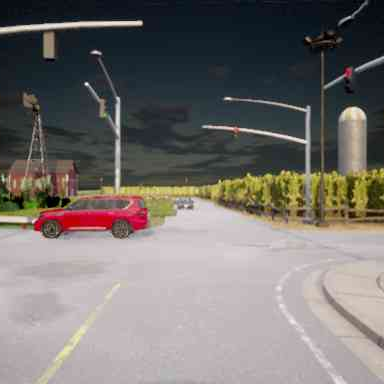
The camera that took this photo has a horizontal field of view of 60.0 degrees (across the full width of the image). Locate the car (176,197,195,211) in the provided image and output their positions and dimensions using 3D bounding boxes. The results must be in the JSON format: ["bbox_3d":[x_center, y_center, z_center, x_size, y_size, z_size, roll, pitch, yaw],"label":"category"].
[{"bbox_3d":[-0.800,1.388,39.459,2.128,1.511,4.902,0,0,-3],"label":"car"}]

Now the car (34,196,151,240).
[{"bbox_3d":[-4.819,1.211,16.578,5.566,2.045,2.150,0,0,1],"label":"car"}]
